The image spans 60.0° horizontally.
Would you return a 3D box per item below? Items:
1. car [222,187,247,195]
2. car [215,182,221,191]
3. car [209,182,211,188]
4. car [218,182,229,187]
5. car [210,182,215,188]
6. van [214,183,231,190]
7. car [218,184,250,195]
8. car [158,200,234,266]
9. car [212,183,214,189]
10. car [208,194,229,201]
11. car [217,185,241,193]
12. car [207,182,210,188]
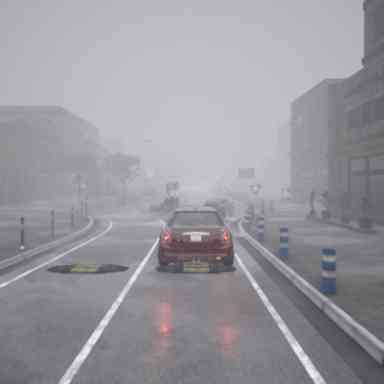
[{"bbox_3d":[8.223,-0.217,64.424,4.674,1.452,2.002,0,3,-1],"label":"car"},{"bbox_3d":[8.188,-0.761,69.916,5.566,2.045,2.435,0,3,-1],"label":"car"},{"bbox_3d":[7.922,-1.340,91.958,4.674,1.452,2.002,0,2,-1],"label":"car"},{"bbox_3d":[8.157,-0.511,67.169,4.553,1.767,2.185,0,3,-1],"label":"car"},{"bbox_3d":[7.985,-1.185,86.448,5.008,1.535,2.097,0,2,-1],"label":"car"},{"bbox_3d":[8.066,-1.506,89.074,4.442,1.987,1.878,0,2,-1],"label":"van"},{"bbox_3d":[8.063,-0.127,61.666,5.366,1.575,1.946,0,3,-1],"label":"car"},{"bbox_3d":[0.121,1.269,10.938,2.097,1.767,4.553,0,-1,0],"label":"car"},{"bbox_3d":[8.046,-0.973,80.941,4.892,1.521,2.231,0,2,-1],"label":"car"},{"bbox_3d":[2.162,1.204,26.789,1.837,1.490,4.892,0,2,18],"label":"car"},{"bbox_3d":[8.134,-0.632,72.680,5.008,1.535,2.097,0,2,-1],"label":"car"},{"bbox_3d":[7.860,-1.725,94.705,5.566,2.045,2.435,0,2,-1],"label":"car"}]
